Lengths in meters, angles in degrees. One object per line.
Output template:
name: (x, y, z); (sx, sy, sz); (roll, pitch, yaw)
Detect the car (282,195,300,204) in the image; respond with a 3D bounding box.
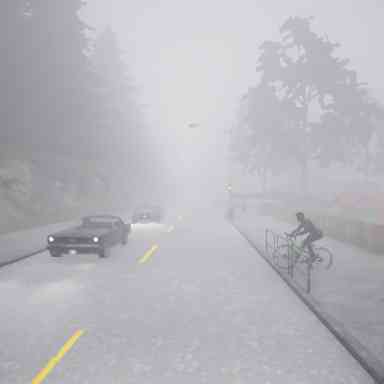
car: (17.702, 1.300, 59.567); (1.994, 1.381, 4.181); (0, 0, 2)

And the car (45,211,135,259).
car: (-3.719, 1.601, 12.785); (1.895, 1.301, 4.718); (0, 0, 2)

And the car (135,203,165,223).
car: (-3.226, 1.564, 25.349); (1.994, 1.385, 4.181); (0, 0, 3)

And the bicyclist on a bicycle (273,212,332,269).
bicyclist on a bicycle: (3.108, 1.385, 9.234); (1.656, 1.620, 0.582); (4, 1, 1)

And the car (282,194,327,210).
car: (14.282, 1.221, 42.472); (5.566, 2.045, 2.150); (0, 0, 2)
